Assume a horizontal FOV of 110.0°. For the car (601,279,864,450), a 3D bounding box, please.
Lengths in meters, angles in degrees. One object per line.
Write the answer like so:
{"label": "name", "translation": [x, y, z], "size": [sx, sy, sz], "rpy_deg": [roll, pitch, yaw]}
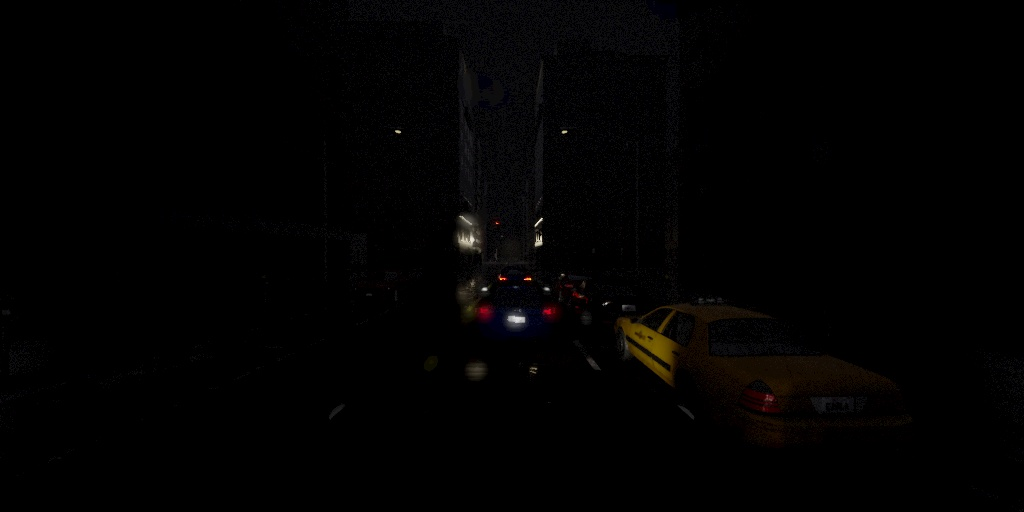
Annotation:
{"label": "car", "translation": [2.876, 1.274, 5.462], "size": [1.751, 1.417, 4.829], "rpy_deg": [0, 0, 0]}

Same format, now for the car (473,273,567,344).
{"label": "car", "translation": [0.104, 1.312, 9.563], "size": [1.994, 1.385, 4.181], "rpy_deg": [0, 0, 0]}

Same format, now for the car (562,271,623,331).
{"label": "car", "translation": [2.879, 1.313, 10.878], "size": [1.948, 1.339, 4.313], "rpy_deg": [0, 0, 0]}

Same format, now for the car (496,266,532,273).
{"label": "car", "translation": [0.111, 1.270, 19.578], "size": [1.812, 1.442, 4.674], "rpy_deg": [0, 0, -2]}

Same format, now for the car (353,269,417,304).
{"label": "car", "translation": [-5.663, 1.290, 16.466], "size": [1.888, 1.381, 4.507], "rpy_deg": [0, 0, 0]}

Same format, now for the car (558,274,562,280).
{"label": "car", "translation": [2.882, 1.327, 16.464], "size": [1.802, 1.307, 4.207], "rpy_deg": [0, 0, 0]}
